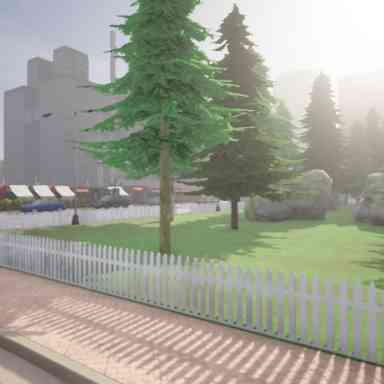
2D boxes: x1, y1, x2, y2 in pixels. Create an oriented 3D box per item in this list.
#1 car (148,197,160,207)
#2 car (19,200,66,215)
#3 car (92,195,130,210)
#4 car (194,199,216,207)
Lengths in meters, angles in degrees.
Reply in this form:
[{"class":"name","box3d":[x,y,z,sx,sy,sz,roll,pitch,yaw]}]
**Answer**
[{"class":"car","box3d":[-5.112,1.510,53.924,2.097,1.767,4.553,0,0,34]},{"class":"car","box3d":[-16.553,1.633,37.065,1.882,1.535,5.008,0,0,34]},{"class":"car","box3d":[-10.904,1.378,45.423,2.150,2.045,5.566,0,0,34]},{"class":"car","box3d":[2.351,1.727,52.184,1.895,1.301,4.718,0,0,34]}]
